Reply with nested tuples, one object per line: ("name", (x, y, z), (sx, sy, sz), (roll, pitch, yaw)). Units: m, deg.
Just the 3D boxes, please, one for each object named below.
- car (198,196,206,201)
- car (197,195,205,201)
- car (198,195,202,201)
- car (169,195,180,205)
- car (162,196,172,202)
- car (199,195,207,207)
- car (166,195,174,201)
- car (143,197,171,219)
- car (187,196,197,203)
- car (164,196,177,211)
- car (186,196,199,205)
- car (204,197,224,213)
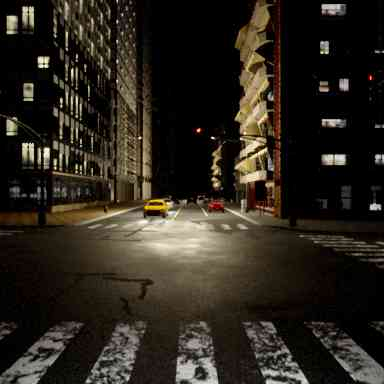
("car", (2.494, 1.625, 83.986), (1.802, 1.307, 4.206), (0, 0, 0))
("car", (2.481, 1.490, 89.635), (1.967, 1.590, 4.097), (0, 0, 0))
("car", (2.562, 1.570, 55.743), (2.008, 1.369, 4.403), (0, 0, 0))
("car", (-3.179, 1.570, 59.574), (2.033, 1.411, 5.357), (0, 0, 0))
("car", (-5.872, 1.588, 78.317), (2.008, 1.369, 4.403), (0, 0, 0))
("car", (2.575, 1.567, 50.095), (2.008, 1.369, 4.403), (0, 0, 0))
("car", (-5.899, 1.594, 89.615), (1.887, 1.381, 4.507), (0, 0, 0))
("car", (-3.170, 1.483, 29.776), (1.882, 1.535, 5.008), (0, 0, 0))
("car", (-0.078, 1.593, 70.237), (1.994, 1.385, 4.181), (0, 0, 0))
("car", (-3.193, 1.536, 40.544), (1.812, 1.442, 4.674), (0, 0, 0))
("car", (-0.041, 1.527, 59.926), (1.837, 1.490, 4.892), (0, 0, 0))
("car", (2.655, 1.590, 37.178), (1.802, 1.307, 4.206), (0, 0, 0))
